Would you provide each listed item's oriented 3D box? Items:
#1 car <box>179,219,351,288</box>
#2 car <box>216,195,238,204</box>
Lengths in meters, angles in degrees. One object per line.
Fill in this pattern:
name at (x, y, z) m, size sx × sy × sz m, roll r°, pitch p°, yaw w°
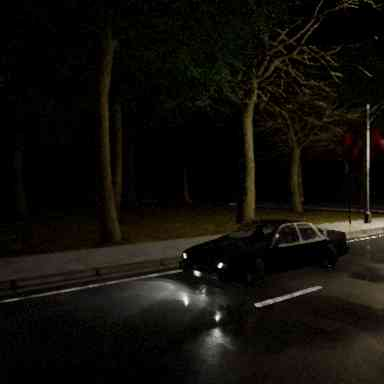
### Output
car at (2.284, 1.489, 9.306) m, size 5.357 × 1.411 × 2.033 m, roll -1°, pitch 0°, yaw -35°
car at (5.781, 1.181, 52.929) m, size 1.837 × 1.490 × 4.892 m, roll 0°, pitch 0°, yaw -35°
